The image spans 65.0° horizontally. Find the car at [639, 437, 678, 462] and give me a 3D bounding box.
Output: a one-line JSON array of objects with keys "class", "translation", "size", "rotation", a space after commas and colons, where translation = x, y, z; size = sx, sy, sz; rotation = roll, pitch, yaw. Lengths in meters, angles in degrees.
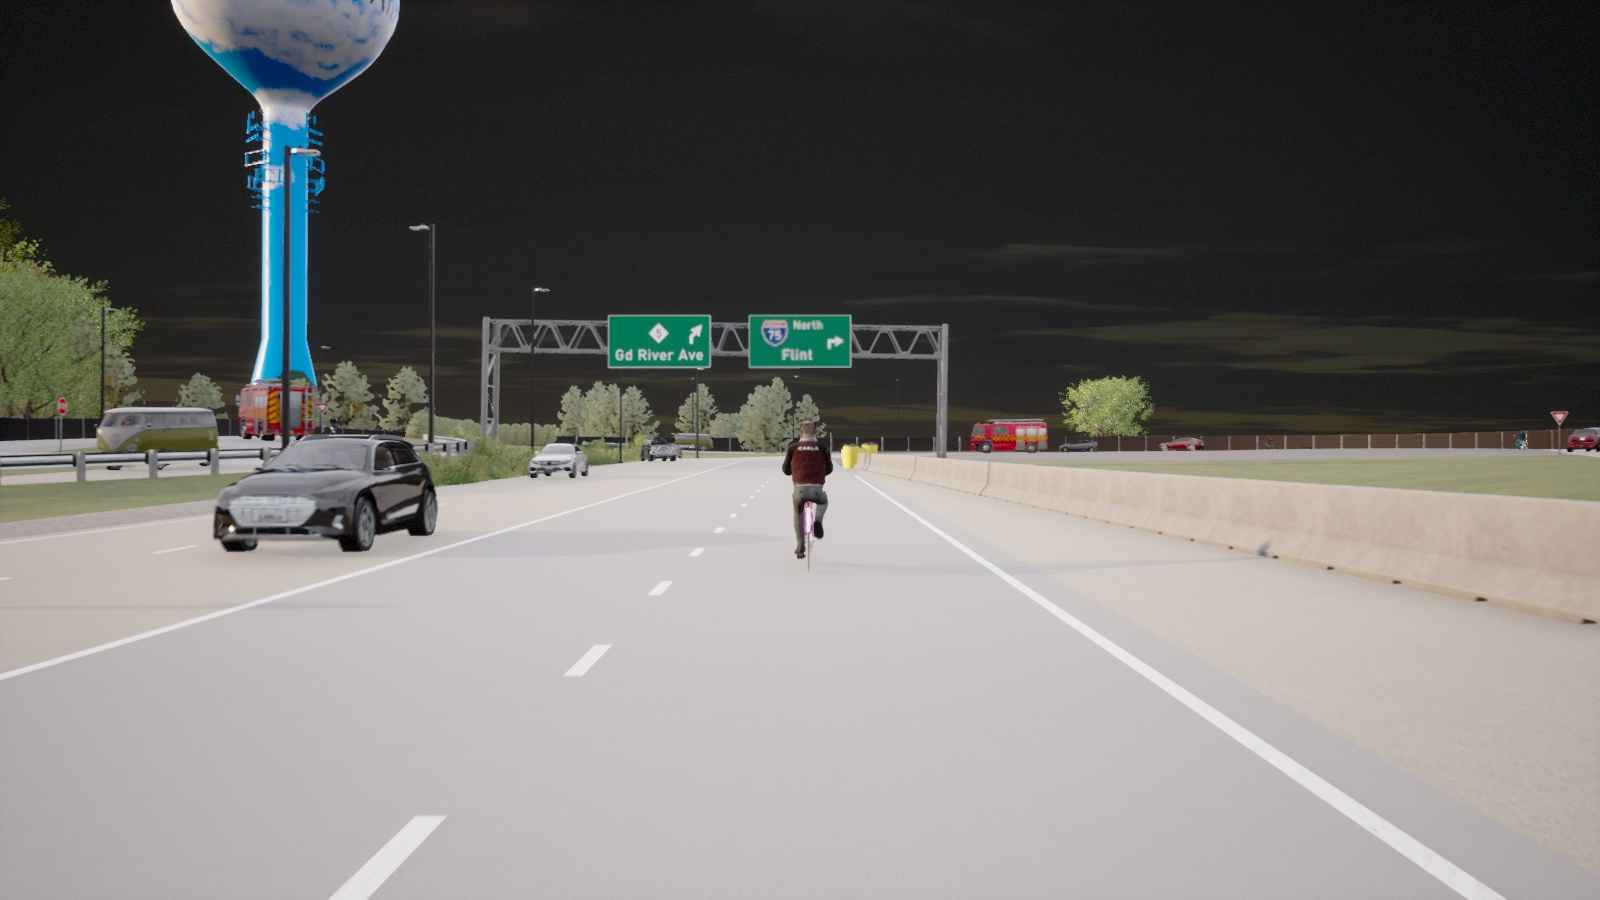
[{"class": "car", "translation": [-10.556, -0.063, 93.347], "size": [1.932, 1.855, 4.605], "rotation": [0, 0, -18]}]

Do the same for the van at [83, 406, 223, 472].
[{"class": "van", "translation": [-20.637, -0.417, 40.305], "size": [1.775, 1.987, 4.442], "rotation": [-1, 2, 7]}]

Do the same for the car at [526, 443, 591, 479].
[{"class": "car", "translation": [-10.184, 0.430, 53.210], "size": [1.812, 1.442, 4.674], "rotation": [0, 0, 0]}]

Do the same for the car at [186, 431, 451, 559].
[{"class": "car", "translation": [-6.880, 0.565, 18.602], "size": [2.033, 1.649, 4.856], "rotation": [0, 0, 0]}]

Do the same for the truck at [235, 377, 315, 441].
[{"class": "truck", "translation": [-33.422, -2.597, 79.756], "size": [2.891, 3.827, 8.468], "rotation": [0, 2, -35]}]

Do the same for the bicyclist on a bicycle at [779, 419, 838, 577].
[{"class": "bicyclist on a bicycle", "translation": [0.101, 0.533, 15.073], "size": [0.659, 1.776, 1.843], "rotation": [0, 1, 0]}]
